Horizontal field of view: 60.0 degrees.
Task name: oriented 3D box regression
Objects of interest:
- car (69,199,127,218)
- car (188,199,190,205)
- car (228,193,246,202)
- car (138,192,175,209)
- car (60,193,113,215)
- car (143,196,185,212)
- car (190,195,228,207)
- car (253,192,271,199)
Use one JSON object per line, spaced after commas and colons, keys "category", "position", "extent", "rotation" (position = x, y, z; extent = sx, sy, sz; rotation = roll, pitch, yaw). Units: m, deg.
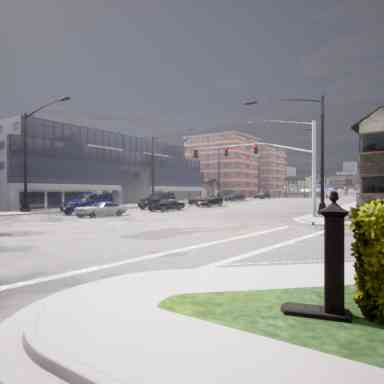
{"category": "car", "position": [-8.124, 1.555, 29.736], "extent": [1.895, 1.301, 4.718], "rotation": [0, 0, 35]}
{"category": "car", "position": [1.383, 1.247, 49.400], "extent": [1.895, 1.301, 4.718], "rotation": [0, 2, 35]}
{"category": "car", "position": [7.505, 0.901, 58.108], "extent": [2.033, 1.411, 5.357], "rotation": [0, 1, 35]}
{"category": "car", "position": [-4.219, 1.072, 41.408], "extent": [2.150, 2.045, 5.566], "rotation": [0, 1, 36]}
{"category": "car", "position": [-10.160, 1.171, 32.933], "extent": [2.150, 2.045, 5.566], "rotation": [0, 0, 35]}
{"category": "car", "position": [-2.866, 1.493, 37.240], "extent": [1.895, 1.301, 4.718], "rotation": [0, 1, 35]}
{"category": "car", "position": [2.403, 1.217, 44.756], "extent": [2.128, 1.511, 4.902], "rotation": [0, 1, 35]}
{"category": "car", "position": [14.350, 0.727, 67.733], "extent": [2.033, 1.411, 5.357], "rotation": [0, 0, 35]}
